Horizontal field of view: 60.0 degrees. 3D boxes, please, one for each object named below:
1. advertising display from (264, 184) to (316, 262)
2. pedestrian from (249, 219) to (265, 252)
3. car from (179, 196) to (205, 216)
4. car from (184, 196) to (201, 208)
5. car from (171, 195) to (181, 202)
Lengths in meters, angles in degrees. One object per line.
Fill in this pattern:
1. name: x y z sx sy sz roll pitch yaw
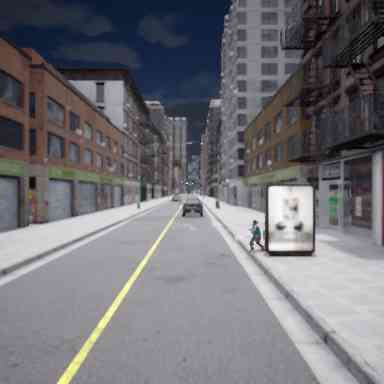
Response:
1. advertising display: 3.126 0.976 10.645 1.540 2.440 0.280 0 0 0
2. pedestrian: 2.175 1.469 11.240 0.500 1.100 0.500 0 0 -10
3. car: 0.069 1.375 30.351 1.837 1.490 4.892 0 0 0
4. car: 0.058 1.309 45.526 2.128 1.511 4.902 0 0 0
5. car: -3.029 1.315 65.563 1.994 1.385 4.181 0 0 0
